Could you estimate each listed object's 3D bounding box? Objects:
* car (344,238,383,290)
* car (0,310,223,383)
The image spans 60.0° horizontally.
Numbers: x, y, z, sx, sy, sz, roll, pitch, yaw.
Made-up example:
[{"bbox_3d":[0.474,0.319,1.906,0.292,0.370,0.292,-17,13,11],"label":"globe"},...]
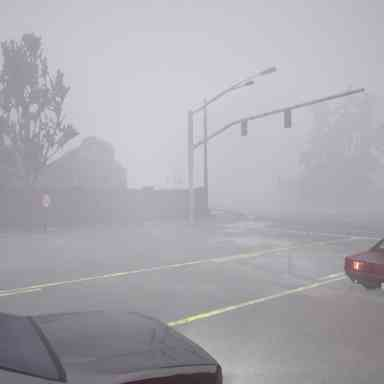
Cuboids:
[{"bbox_3d":[5.708,1.597,7.801,4.718,1.301,1.895,0,0,-35],"label":"car"},{"bbox_3d":[-2.258,1.547,2.127,5.357,1.411,2.033,0,0,-36],"label":"car"}]
